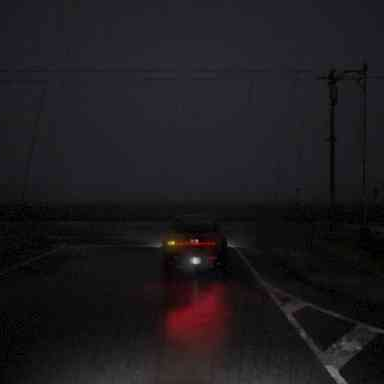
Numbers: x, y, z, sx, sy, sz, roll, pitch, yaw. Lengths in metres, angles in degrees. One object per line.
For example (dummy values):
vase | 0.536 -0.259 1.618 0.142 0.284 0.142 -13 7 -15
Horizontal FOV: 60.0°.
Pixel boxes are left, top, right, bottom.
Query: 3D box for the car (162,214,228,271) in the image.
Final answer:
car | 0.069 1.495 10.852 1.837 1.490 4.892 0 0 0
